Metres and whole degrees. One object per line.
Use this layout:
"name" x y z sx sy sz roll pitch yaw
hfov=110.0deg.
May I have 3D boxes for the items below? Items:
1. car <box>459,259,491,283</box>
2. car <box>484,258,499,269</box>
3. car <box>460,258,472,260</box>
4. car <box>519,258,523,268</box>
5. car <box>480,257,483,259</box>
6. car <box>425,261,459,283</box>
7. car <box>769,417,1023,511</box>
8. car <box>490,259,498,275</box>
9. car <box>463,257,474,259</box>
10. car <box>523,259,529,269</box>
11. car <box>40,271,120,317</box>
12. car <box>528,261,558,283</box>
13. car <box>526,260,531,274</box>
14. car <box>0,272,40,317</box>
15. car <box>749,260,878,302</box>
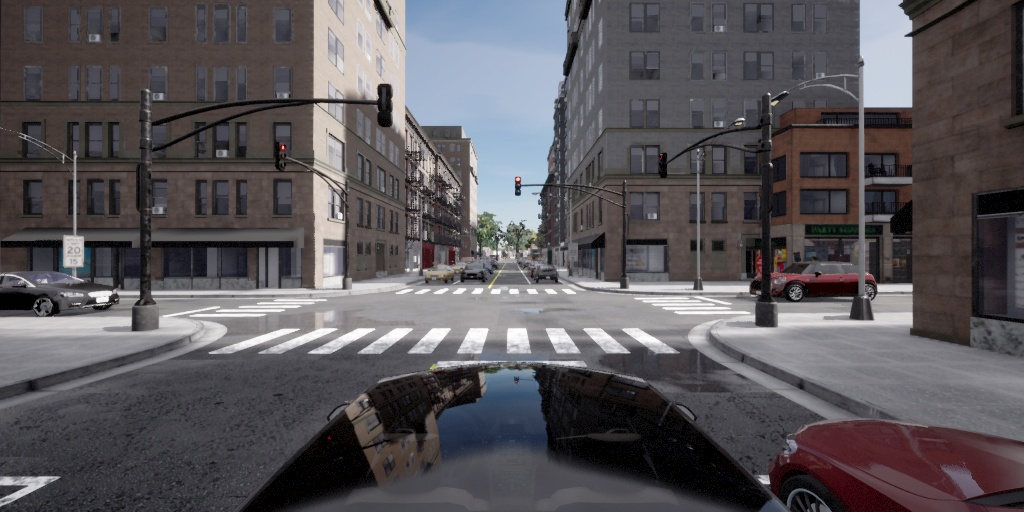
"car" -2.924 1.255 28.435 1.837 1.490 4.892 0 0 0
"car" -2.969 1.354 52.664 1.895 1.301 4.718 0 0 1
"car" -5.517 1.277 38.545 1.751 1.417 4.829 0 0 0
"car" 2.484 1.304 55.184 2.007 1.370 4.403 0 0 0
"car" -5.545 1.193 49.680 1.967 1.591 4.097 0 0 0
"car" -5.490 1.276 27.582 1.751 1.417 4.829 0 0 0
"car" 2.641 1.332 0.767 1.802 1.307 4.207 0 0 0
"car" -2.959 1.299 39.037 2.033 1.411 5.357 0 0 0
"car" -5.531 1.067 44.198 2.192 1.841 5.009 0 0 0
"car" 2.532 1.302 38.739 2.007 1.370 4.403 0 0 0
"car" -17.101 1.309 12.883 4.902 1.511 2.128 0 0 1
"car" 2.563 1.301 27.775 2.007 1.370 4.403 0 0 0
"car" 2.547 1.296 33.257 1.888 1.381 4.507 0 0 0
"car" -5.398 1.064 0.745 2.192 1.841 5.009 0 0 0
"car" 13.218 1.036 15.958 4.553 1.767 2.097 0 0 0
